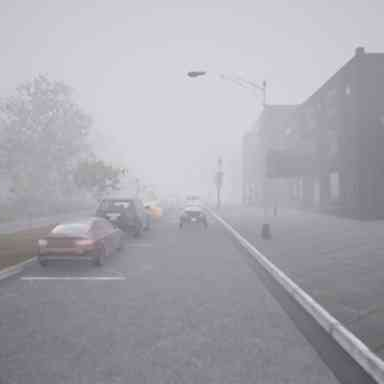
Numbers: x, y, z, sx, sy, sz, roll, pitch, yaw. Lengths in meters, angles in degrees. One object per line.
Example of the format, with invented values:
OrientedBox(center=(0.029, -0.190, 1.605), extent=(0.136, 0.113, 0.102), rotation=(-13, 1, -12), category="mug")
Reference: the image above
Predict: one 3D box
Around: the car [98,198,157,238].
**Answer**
OrientedBox(center=(-3.649, 1.326, 18.271), extent=(2.435, 2.045, 5.566), rotation=(0, 0, 1), category="car")

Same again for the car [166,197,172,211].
OrientedBox(center=(-3.646, 1.620, 33.702), extent=(2.097, 1.535, 5.008), rotation=(0, 0, 2), category="car")

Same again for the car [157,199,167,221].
OrientedBox(center=(-3.646, 1.585, 28.154), extent=(2.097, 1.535, 5.008), rotation=(0, 0, 2), category="car")

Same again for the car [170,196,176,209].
OrientedBox(center=(-3.636, 1.663, 43.954), extent=(1.946, 1.575, 5.366), rotation=(0, 0, 2), category="car")

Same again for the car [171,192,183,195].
OrientedBox(center=(-3.638, 1.498, 70.387), extent=(2.435, 2.045, 5.566), rotation=(0, 0, 2), category="car")

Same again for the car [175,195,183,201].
OrientedBox(center=(-3.628, 1.804, 94.892), extent=(1.946, 1.575, 5.366), rotation=(0, 1, 2), category="car")

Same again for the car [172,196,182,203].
OrientedBox(center=(-3.648, 1.847, 83.644), extent=(2.163, 1.488, 4.792), rotation=(-1, 0, 2), category="car")

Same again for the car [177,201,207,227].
OrientedBox(center=(0.105, 1.603, 23.329), extent=(1.812, 1.442, 4.674), rotation=(0, -1, 0), category="car")

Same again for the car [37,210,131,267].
OrientedBox(center=(-3.650, 1.582, 11.525), extent=(2.002, 1.452, 4.674), rotation=(0, 0, 0), category="car")

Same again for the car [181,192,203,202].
OrientedBox(center=(0.107, 1.371, 40.509), extent=(2.150, 2.045, 5.566), rotation=(0, 0, 0), category="car")

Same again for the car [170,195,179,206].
OrientedBox(center=(-3.643, 1.708, 50.336), extent=(2.097, 1.535, 5.008), rotation=(0, 0, 2), category="car")

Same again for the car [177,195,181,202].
OrientedBox(center=(-3.641, 1.733, 55.892), extent=(2.231, 1.521, 4.892), rotation=(0, -1, 2), category="car")

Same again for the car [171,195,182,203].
OrientedBox(center=(-3.639, 1.653, 78.041), extent=(2.185, 1.767, 4.553), rotation=(0, 0, 2), category="car")
